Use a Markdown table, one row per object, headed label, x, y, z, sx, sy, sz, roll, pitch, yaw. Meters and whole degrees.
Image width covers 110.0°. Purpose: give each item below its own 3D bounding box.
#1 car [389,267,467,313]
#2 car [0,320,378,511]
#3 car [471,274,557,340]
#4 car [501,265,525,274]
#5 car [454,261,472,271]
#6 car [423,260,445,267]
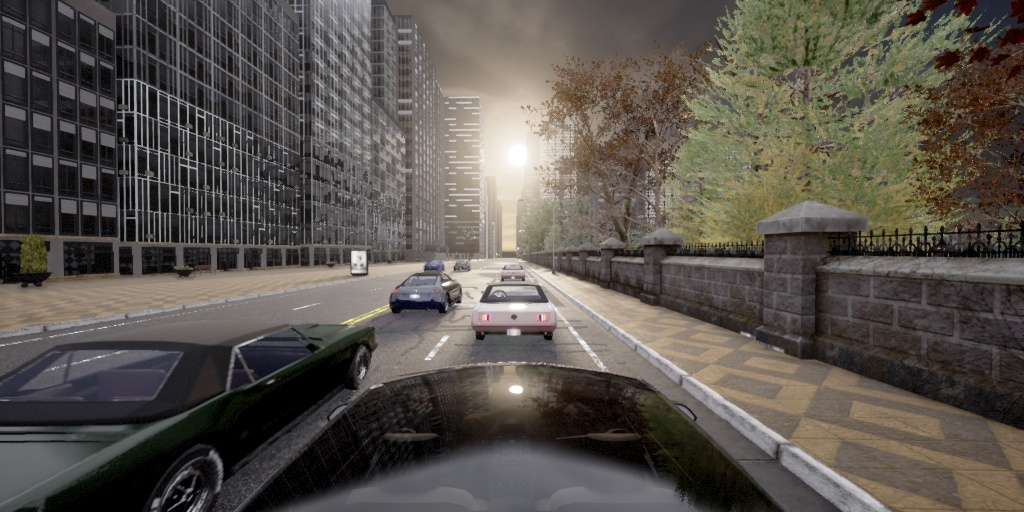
| label | x | y | z | sx | sy | sz | roll | pitch | yaw |
| --- | --- | --- | --- | --- | --- | --- | --- | --- | --- |
| car | -3.164 | 1.311 | 13.918 | 1.994 | 1.385 | 4.181 | 0 | 0 | 2 |
| car | -3.149 | 1.350 | 3.854 | 1.895 | 1.301 | 4.718 | 0 | 0 | 0 |
| car | 0.061 | 1.349 | 9.921 | 1.895 | 1.301 | 4.718 | 0 | 0 | 0 |
| car | 0.089 | 1.350 | 29.295 | 1.895 | 1.301 | 4.718 | 0 | 0 | 0 |
| car | -6.496 | 1.321 | 47.336 | 1.994 | 1.385 | 4.181 | 0 | 0 | 0 |
| car | -9.763 | 1.231 | 45.181 | 1.882 | 1.535 | 5.008 | 0 | 0 | 0 |
